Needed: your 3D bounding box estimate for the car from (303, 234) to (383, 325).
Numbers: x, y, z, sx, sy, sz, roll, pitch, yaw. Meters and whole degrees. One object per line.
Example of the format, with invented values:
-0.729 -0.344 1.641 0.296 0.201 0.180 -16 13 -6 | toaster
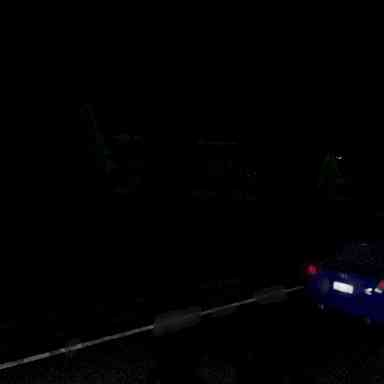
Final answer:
4.162 1.564 6.716 4.181 1.385 1.994 0 0 -35 | car
